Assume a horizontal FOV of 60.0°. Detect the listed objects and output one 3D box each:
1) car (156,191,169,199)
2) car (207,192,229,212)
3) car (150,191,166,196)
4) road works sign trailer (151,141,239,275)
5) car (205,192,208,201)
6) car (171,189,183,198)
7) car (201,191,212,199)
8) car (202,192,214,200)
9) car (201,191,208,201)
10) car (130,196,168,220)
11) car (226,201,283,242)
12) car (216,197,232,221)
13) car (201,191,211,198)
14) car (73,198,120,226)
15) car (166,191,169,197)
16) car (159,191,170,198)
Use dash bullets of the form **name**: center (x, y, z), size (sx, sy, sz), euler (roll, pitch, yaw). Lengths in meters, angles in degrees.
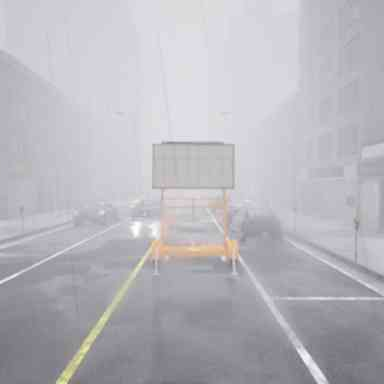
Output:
- **car**: center (-5.697, 0.597, 64.335), size (2.008, 1.369, 4.403), euler (-1, 1, 0)
- **car**: center (2.787, 0.966, 31.296), size (1.967, 1.590, 4.097), euler (-1, 1, 0)
- **car**: center (-5.712, 0.644, 53.324), size (1.967, 1.590, 4.097), euler (-1, 1, 0)
- **road works sign trailer**: center (0.035, 0.310, 9.874), size (2.380, 3.560, 2.880), euler (0, 1, -2)
- **car**: center (2.795, 0.990, 36.802), size (1.887, 1.381, 4.507), euler (-1, 1, 0)
- **car**: center (-2.920, 0.329, 67.427), size (2.150, 2.045, 5.566), euler (0, 1, 0)
- **car**: center (2.828, 0.591, 64.325), size (1.887, 1.381, 4.507), euler (-1, 1, 0)
- **car**: center (2.821, 0.670, 58.820), size (1.887, 1.381, 4.507), euler (-1, 1, 0)
- **car**: center (2.815, 0.770, 53.316), size (1.947, 1.339, 4.313), euler (-1, 1, 0)
- **car**: center (-3.072, 1.204, 23.574), size (1.994, 1.385, 4.181), euler (0, 1, 0)
- **car**: center (2.769, 1.323, 14.783), size (2.008, 1.369, 4.403), euler (-1, 1, 0)
- **car**: center (2.776, 1.234, 20.288), size (1.887, 1.381, 4.507), euler (-1, 1, 0)
- **car**: center (2.834, 0.512, 69.830), size (1.887, 1.381, 4.507), euler (-1, 1, 0)
- **car**: center (-5.751, 1.129, 20.297), size (1.967, 1.590, 4.097), euler (-1, 1, 0)
- **car**: center (-5.704, 0.691, 58.831), size (1.947, 1.339, 4.313), euler (-1, 1, 0)
- **car**: center (-5.691, 0.512, 69.840), size (1.887, 1.381, 4.507), euler (-1, 1, 0)
